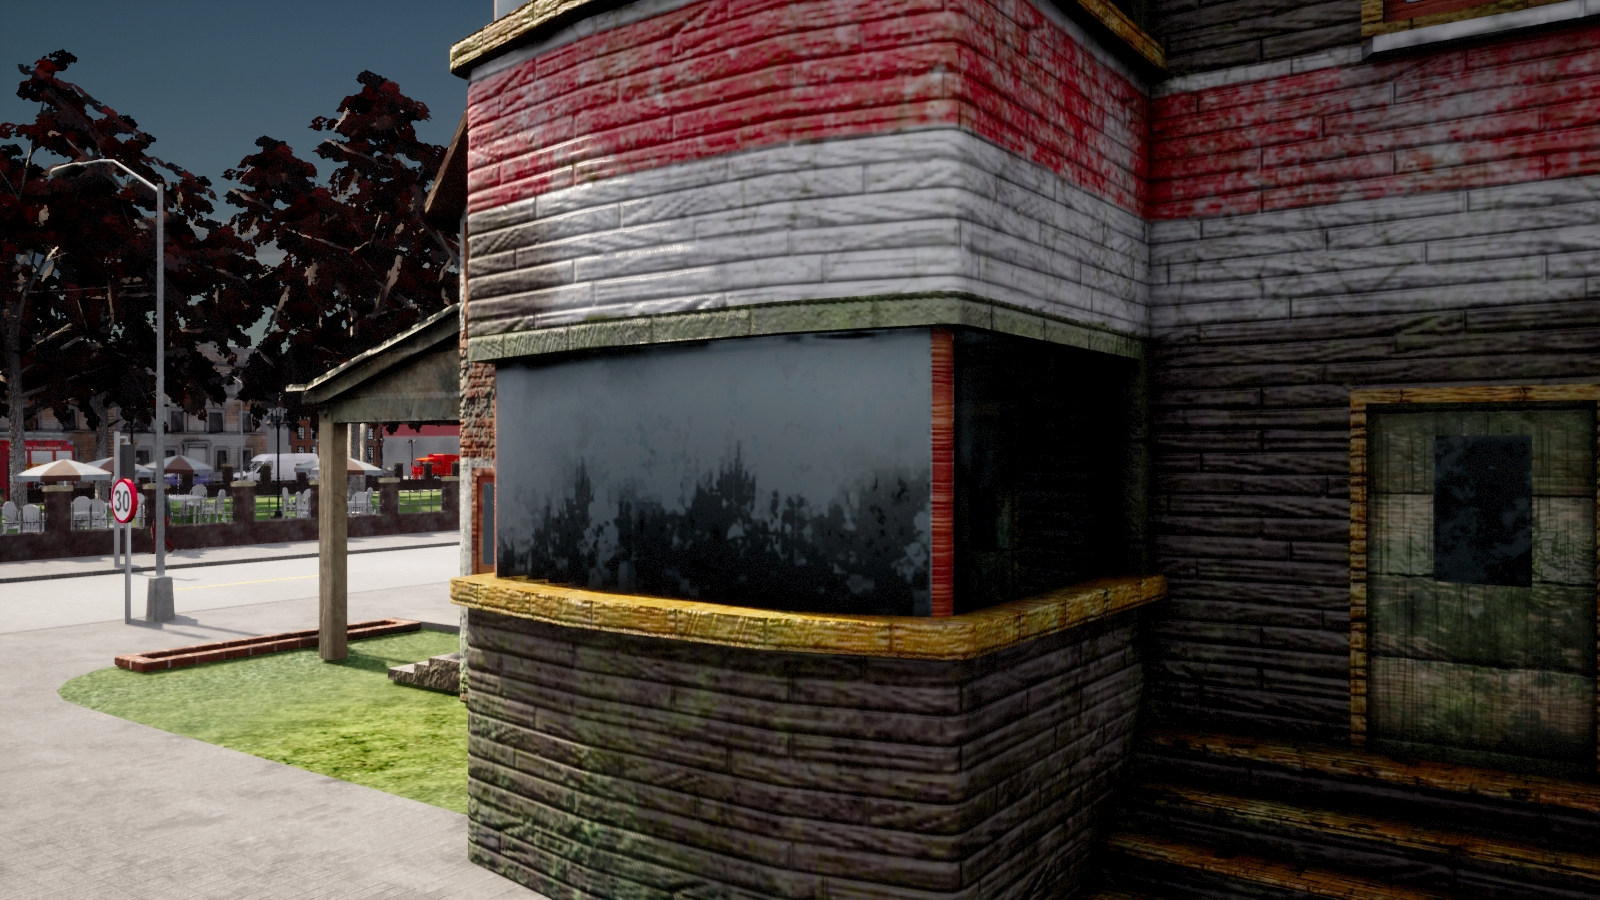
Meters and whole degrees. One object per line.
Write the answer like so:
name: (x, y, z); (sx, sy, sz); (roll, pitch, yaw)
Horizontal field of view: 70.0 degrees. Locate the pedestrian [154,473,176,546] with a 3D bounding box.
pedestrian: (-16.316, 1.517, 29.353); (0.375, 1.860, 0.375); (0, 0, 36)
